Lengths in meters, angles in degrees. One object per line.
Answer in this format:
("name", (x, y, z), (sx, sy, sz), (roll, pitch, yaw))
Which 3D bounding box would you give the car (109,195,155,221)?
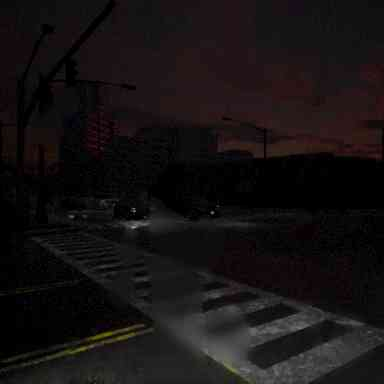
("car", (-4.776, 1.350, 27.073), (2.097, 1.767, 4.553), (0, 0, -33))

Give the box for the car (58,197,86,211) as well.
("car", (-14.644, 1.476, 41.135), (1.882, 1.535, 5.008), (0, 0, -35))

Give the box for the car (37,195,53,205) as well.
("car", (-24.192, 1.304, 54.636), (1.837, 1.490, 4.892), (0, 0, -36))

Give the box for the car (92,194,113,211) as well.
("car", (-10.795, 1.218, 41.764), (2.150, 2.045, 5.566), (0, 0, -36))

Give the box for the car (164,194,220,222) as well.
("car", (-0.161, 1.219, 27.132), (2.150, 2.045, 5.566), (0, 0, -38))

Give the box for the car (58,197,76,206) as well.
("car", (-21.346, 1.606, 56.673), (1.994, 1.385, 4.181), (0, 0, -36))
